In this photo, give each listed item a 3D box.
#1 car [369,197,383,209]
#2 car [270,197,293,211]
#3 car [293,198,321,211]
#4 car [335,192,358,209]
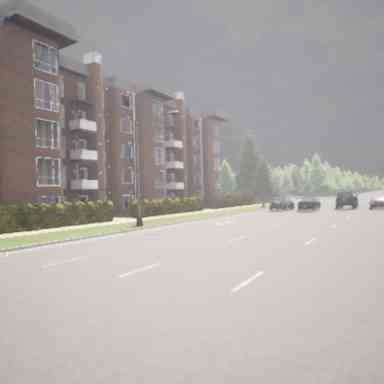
[{"bbox_3d":[21.788,1.266,38.695,1.895,1.301,4.718,-2,-1,31],"label":"car"},{"bbox_3d":[11.360,1.393,41.821,2.097,1.767,4.553,-2,-1,31],"label":"car"},{"bbox_3d":[13.796,1.410,39.005,1.882,1.535,5.008,-2,0,31],"label":"car"},{"bbox_3d":[19.181,0.999,41.175,2.150,2.045,5.566,-2,0,31],"label":"car"}]
